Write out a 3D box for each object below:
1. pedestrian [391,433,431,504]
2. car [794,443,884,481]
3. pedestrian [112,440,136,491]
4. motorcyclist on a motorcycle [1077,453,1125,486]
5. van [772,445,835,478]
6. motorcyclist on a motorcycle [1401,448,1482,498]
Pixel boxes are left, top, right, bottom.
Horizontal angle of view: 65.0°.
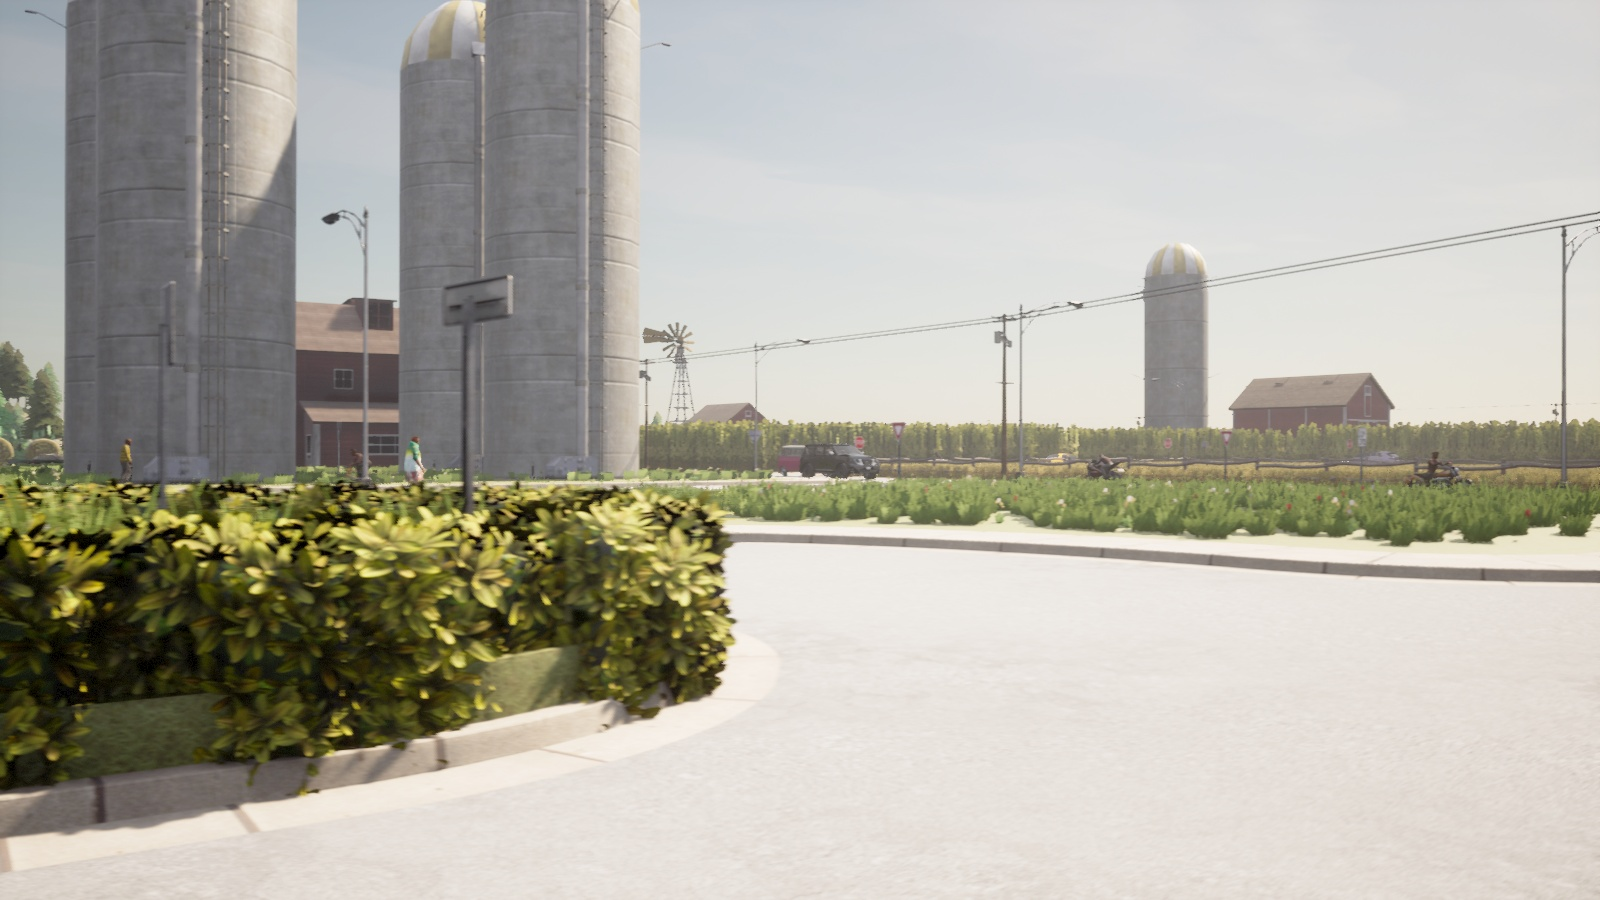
[{"bbox_3d":[-10.755,0.508,34.727,0.873,1.952,0.659,0,0,-36],"label":"pedestrian"},{"bbox_3d":[2.095,0.631,70.287,2.150,2.045,5.566,0,0,-35],"label":"car"},{"bbox_3d":[-24.532,0.564,45.548,0.726,1.835,0.370,0,0,-35],"label":"pedestrian"},{"bbox_3d":[14.142,0.895,59.044,0.866,1.530,2.191,0,0,-35],"label":"motorcyclist on a motorcycle"},{"bbox_3d":[0.205,0.692,79.164,1.775,1.987,4.442,0,0,-35],"label":"van"},{"bbox_3d":[21.540,0.753,42.238,0.766,1.649,2.350,0,0,-34],"label":"motorcyclist on a motorcycle"}]
